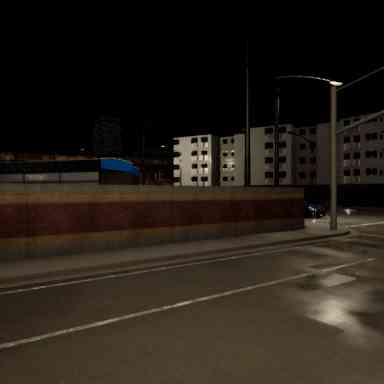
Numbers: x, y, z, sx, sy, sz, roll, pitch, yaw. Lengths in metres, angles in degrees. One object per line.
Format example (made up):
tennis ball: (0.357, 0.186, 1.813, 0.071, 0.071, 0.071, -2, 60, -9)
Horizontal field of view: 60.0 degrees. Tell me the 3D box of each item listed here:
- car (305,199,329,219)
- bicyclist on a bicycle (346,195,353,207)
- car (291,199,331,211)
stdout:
car: (9.538, 1.352, 29.564, 2.097, 1.767, 4.553, 0, 0, -33)
bicyclist on a bicycle: (22.109, 1.300, 46.637, 1.656, 1.620, 0.582, 0, 0, -35)
car: (14.602, 1.564, 40.973, 1.994, 1.385, 4.181, 0, 0, -36)
